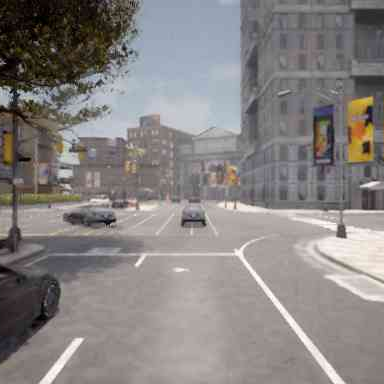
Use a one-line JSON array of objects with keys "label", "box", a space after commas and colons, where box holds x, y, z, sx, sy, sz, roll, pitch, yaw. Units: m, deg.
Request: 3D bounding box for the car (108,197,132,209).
[{"label": "car", "box": [-11.490, 1.847, 53.313, 1.882, 1.535, 5.008, 0, 0, 1]}]

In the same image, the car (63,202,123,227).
[{"label": "car", "box": [-7.629, 1.717, 24.537, 2.033, 1.411, 5.357, 1, -1, -44]}]

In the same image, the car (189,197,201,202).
[{"label": "car", "box": [0.718, 1.962, 79.409, 1.837, 1.490, 4.892, 0, 0, 20]}]

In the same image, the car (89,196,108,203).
[{"label": "car", "box": [-14.979, 1.594, 53.842, 2.150, 2.045, 5.566, 0, 0, 0]}]

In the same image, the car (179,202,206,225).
[{"label": "car", "box": [0.113, 1.725, 25.619, 2.033, 1.411, 5.357, 0, 0, 0]}]

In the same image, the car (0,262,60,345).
[{"label": "car", "box": [-3.426, 1.557, 4.422, 1.812, 1.442, 4.674, 0, 0, 0]}]

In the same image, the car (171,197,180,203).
[{"label": "car", "box": [-3.852, 1.865, 79.384, 1.837, 1.490, 4.892, 0, 0, -8]}]

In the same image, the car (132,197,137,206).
[{"label": "car", "box": [-11.480, 1.794, 63.365, 2.097, 1.767, 4.553, 0, 0, 0]}]
